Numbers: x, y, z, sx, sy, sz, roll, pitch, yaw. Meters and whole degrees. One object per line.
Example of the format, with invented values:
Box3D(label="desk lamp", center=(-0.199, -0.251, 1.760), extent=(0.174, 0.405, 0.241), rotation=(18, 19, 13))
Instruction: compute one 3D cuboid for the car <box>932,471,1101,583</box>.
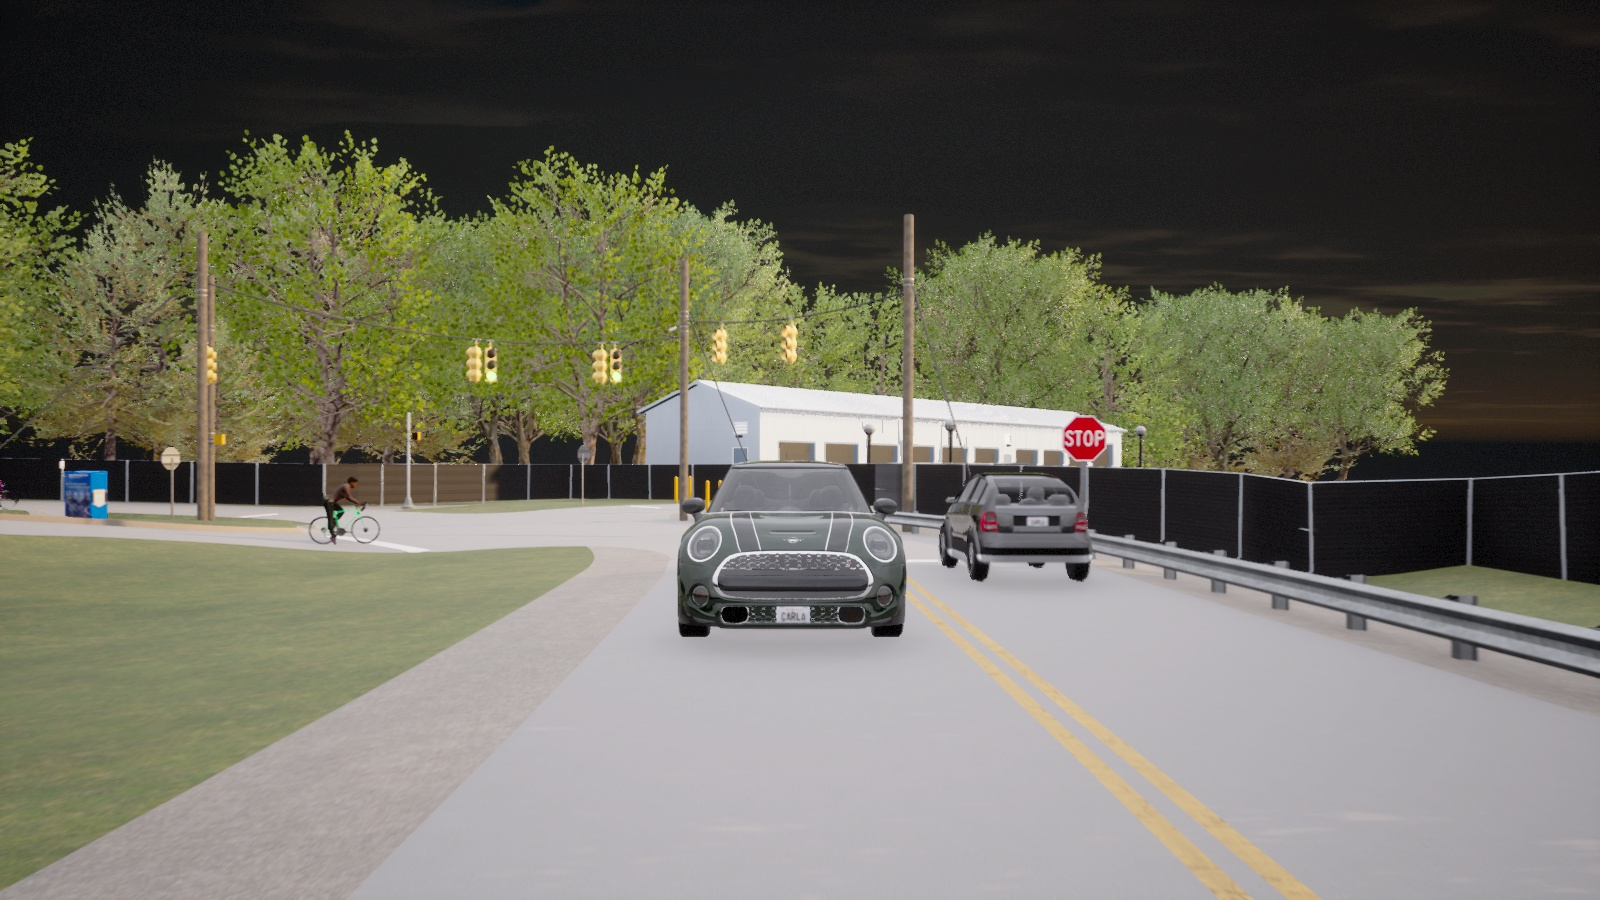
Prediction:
Box3D(label="car", center=(3.200, 1.100, 19.307), extent=(1.789, 1.549, 3.705), rotation=(0, -1, -3))

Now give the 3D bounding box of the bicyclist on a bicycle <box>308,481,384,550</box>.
Box3D(label="bicyclist on a bicycle", center=(-11.035, 1.565, 30.532), extent=(1.656, 1.620, 0.582), rotation=(1, 1, -26))

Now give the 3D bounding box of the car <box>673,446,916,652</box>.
Box3D(label="car", center=(-0.109, 0.890, 13.140), extent=(2.097, 1.767, 4.553), rotation=(0, -1, -2))
